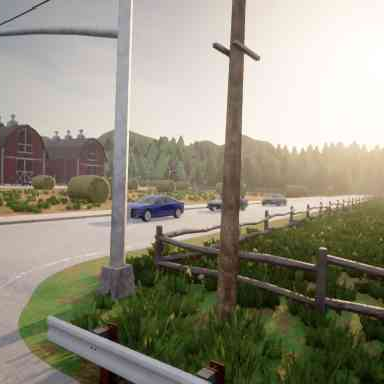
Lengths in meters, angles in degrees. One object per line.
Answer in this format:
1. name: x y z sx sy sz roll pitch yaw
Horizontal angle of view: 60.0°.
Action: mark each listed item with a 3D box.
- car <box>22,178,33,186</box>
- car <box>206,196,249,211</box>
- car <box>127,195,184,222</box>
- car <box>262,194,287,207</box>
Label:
1. car: -39.001 -2.370 79.385 1.905 1.878 3.866 8 2 -13
2. car: 3.343 0.988 30.023 2.033 1.411 5.357 3 2 33
3. car: -2.441 0.936 21.235 1.882 1.535 5.008 3 2 33
4. car: 9.935 0.984 40.011 1.994 1.385 4.181 3 2 33
